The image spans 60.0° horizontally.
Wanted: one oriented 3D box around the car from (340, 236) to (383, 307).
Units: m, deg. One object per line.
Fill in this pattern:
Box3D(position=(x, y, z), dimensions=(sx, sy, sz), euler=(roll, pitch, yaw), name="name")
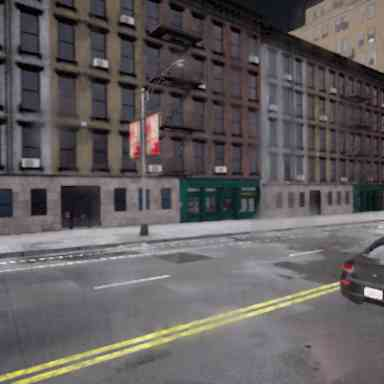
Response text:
Box3D(position=(4.962, 1.578, 7.032), dimensions=(4.674, 1.442, 1.812), euler=(0, 0, -36), name="car")
